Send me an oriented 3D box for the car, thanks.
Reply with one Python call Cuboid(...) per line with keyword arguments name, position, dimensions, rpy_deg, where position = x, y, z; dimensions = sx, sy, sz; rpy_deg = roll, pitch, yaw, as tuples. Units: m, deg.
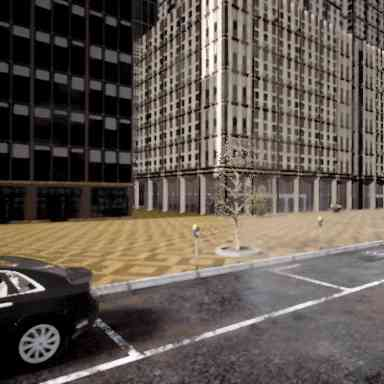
Cuboid(name="car", position=(-3.400, 1.547, 4.137), dimensions=(4.403, 1.369, 2.008), rpy_deg=(0, 0, -35))
